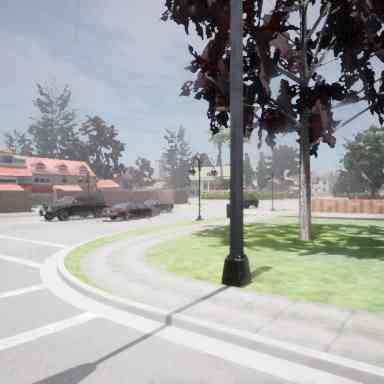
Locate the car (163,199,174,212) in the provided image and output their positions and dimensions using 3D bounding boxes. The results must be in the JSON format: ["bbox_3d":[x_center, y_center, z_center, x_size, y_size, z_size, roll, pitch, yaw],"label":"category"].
[{"bbox_3d":[-3.937,1.492,35.472,2.128,1.511,4.902,0,0,34],"label":"car"}]

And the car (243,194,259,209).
[{"bbox_3d":[7.366,1.221,45.689,2.150,2.045,5.566,0,0,32],"label":"car"}]

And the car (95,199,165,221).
[{"bbox_3d":[-4.942,1.547,27.352,2.033,1.411,5.357,0,0,34],"label":"car"}]

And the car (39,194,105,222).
[{"bbox_3d":[-9.524,1.222,27.226,2.150,2.045,5.566,0,0,34],"label":"car"}]
